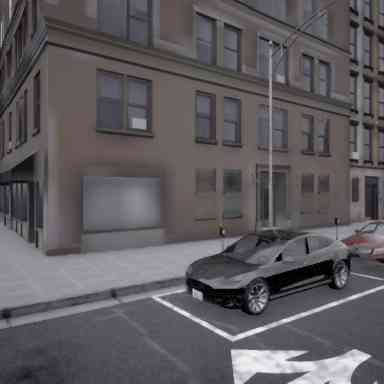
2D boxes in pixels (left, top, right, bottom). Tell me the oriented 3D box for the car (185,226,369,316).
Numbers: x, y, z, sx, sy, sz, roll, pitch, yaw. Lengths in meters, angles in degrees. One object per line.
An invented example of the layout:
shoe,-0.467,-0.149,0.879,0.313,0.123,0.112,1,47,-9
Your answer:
car,1.878,1.567,7.527,4.313,1.339,1.947,0,0,-35

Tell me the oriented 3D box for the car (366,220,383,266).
car,6.371,1.584,10.731,4.206,1.307,1.802,0,0,-35
